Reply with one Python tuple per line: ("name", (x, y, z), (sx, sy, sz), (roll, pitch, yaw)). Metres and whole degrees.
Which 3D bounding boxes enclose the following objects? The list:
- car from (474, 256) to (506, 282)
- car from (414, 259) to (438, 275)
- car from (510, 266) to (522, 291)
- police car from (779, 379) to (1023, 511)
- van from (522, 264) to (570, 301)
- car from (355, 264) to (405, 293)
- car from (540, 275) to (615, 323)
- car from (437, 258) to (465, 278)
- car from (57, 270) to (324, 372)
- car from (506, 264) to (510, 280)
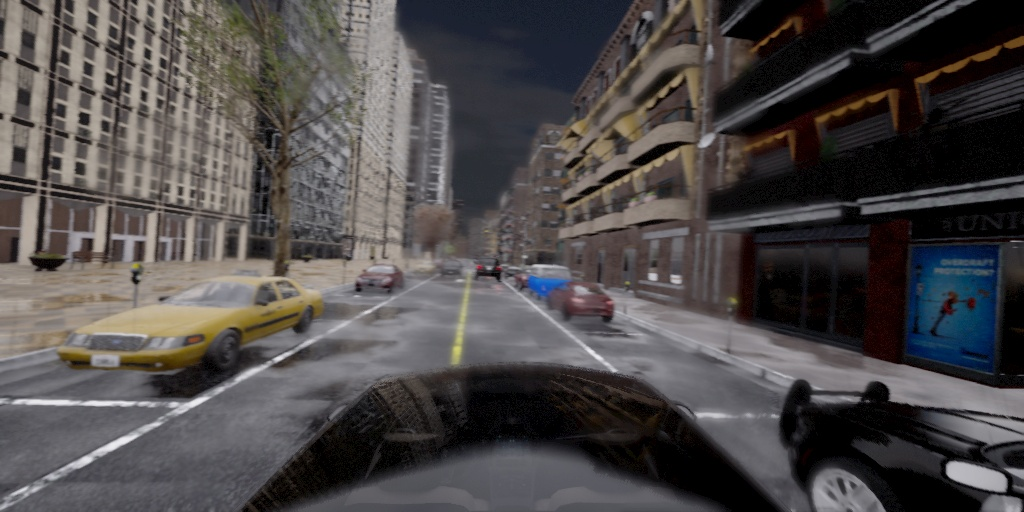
("car", (-2.079, 1.091, 31.100), (2.150, 2.045, 5.566), (4, 0, -6))
("car", (-8.287, 1.015, 34.298), (1.751, 1.417, 4.829), (0, 0, -6))
("car", (1.208, 1.467, 24.374), (1.967, 1.591, 4.097), (0, 0, -6))
("police car", (3.477, 1.398, 1.133), (1.930, 1.638, 5.238), (4, 0, -6))
("van", (1.809, 1.359, 18.874), (1.690, 1.789, 3.998), (0, 0, -6))
("car", (-6.503, 1.044, 17.968), (1.802, 1.307, 4.207), (0, 0, -6))
("car", (2.410, 1.592, 13.375), (1.802, 1.307, 4.207), (0, 0, -6))
("car", (-5.414, 1.170, 32.700), (1.837, 1.490, 4.892), (4, -1, -6))
("car", (-5.283, 0.971, 6.799), (1.751, 1.417, 4.829), (0, 0, -6))
("car", (0.007, 1.597, 35.374), (2.007, 1.370, 4.403), (0, 0, -6))
